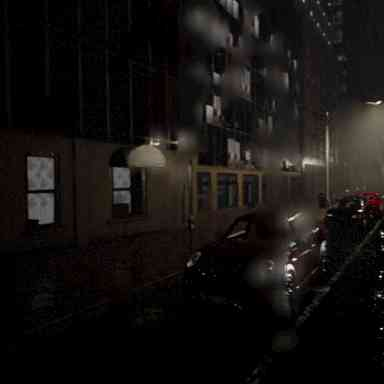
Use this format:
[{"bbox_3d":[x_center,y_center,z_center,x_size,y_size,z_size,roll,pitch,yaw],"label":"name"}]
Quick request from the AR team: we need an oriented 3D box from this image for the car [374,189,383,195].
[{"bbox_3d":[11.057,0.733,21.336,1.887,1.381,4.507,1,2,34],"label":"car"}]

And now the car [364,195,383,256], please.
[{"bbox_3d":[6.993,1.061,10.461,2.128,1.511,4.902,0,2,34],"label":"car"}]

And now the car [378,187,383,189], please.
[{"bbox_3d":[20.560,0.156,35.502,1.887,1.381,4.507,1,2,34],"label":"car"}]

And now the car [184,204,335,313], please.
[{"bbox_3d":[1.553,1.208,7.168,1.967,1.590,4.097,1,2,34],"label":"car"}]

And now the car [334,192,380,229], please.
[{"bbox_3d":[7.890,0.932,16.615,2.008,1.369,4.403,1,2,34],"label":"car"}]
